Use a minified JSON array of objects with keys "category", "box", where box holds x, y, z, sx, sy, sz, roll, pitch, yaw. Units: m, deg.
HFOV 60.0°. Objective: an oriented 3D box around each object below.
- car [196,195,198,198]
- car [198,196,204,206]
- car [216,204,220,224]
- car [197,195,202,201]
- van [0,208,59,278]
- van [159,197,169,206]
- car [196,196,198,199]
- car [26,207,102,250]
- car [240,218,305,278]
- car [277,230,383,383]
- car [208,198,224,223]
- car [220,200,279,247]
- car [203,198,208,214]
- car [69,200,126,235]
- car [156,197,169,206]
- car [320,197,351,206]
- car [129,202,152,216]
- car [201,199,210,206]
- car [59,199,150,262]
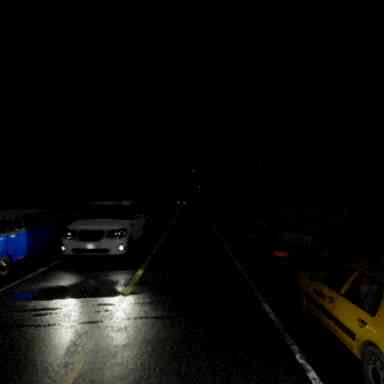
[{"category":"car","box":[2.737,2.196,91.179,1.887,1.381,4.507,0,0,0]},{"category":"car","box":[2.744,2.051,64.077,1.947,1.339,4.313,0,0,0]},{"category":"car","box":[2.755,1.701,21.229,1.752,1.417,4.829,0,0,0]},{"category":"car","box":[2.741,1.994,74.918,1.967,1.590,4.097,0,0,0]},{"category":"van","box":[-5.767,1.425,10.098,1.690,1.788,3.998,0,0,0]},{"category":"van","box":[-5.782,1.862,69.516,1.690,1.788,3.998,0,0,0]},{"category":"car","box":[2.738,2.202,85.758,1.802,1.307,4.206,0,0,0]},{"category":"car","box":[-5.769,1.570,15.585,1.967,1.590,4.097,0,0,0]},{"category":"car","box":[2.758,1.666,10.085,1.802,1.307,4.206,0,0,0]},{"category":"car","box":[2.760,1.566,4.769,1.752,1.417,4.829,0,0,0]},{"category":"car","box":[2.754,1.534,26.547,2.192,1.841,5.009,0,0,0]},{"category":"car","box":[2.757,1.444,15.574,2.192,1.841,5.009,0,0,0]},{"category":"car","box":[2.751,1.618,37.521,2.192,1.841,5.009,0,0,0]},{"category":"car","box":[-5.770,1.490,21.073,2.192,1.841,5.009,0,0,0]},{"category":"car","box":[-5.781,1.800,64.096,2.192,1.841,5.009,0,0,0]},{"category":"car","box":[21.338,1.426,49.437,4.181,1.385,1.994,-1,0,0]},{"category":"car","box":[-5.775,1.869,37.535,1.947,1.339,4.313,0,0,0]},{"category":"car","box":[2.743,2.102,69.497,1.802,1.307,4.206,0,0,0]},{"category":"car","box":[-3.107,1.329,12.928,2.150,2.045,5.566,0,0,0]}]
